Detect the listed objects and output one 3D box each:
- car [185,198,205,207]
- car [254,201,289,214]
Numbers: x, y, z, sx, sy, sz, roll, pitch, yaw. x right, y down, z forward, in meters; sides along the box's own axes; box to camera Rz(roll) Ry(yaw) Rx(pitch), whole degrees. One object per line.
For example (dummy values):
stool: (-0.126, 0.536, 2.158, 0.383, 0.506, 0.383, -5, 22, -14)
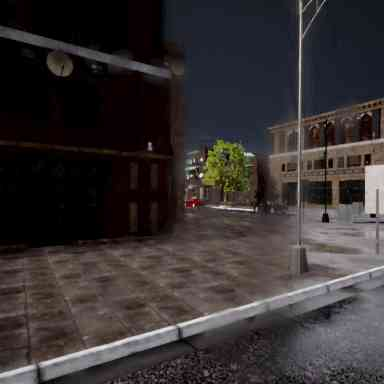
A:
car: (0.397, 1.621, 51.452, 1.887, 1.381, 4.507, 1, -1, -27)
car: (8.480, 1.624, 35.978, 2.008, 1.369, 4.403, 1, -1, -27)
